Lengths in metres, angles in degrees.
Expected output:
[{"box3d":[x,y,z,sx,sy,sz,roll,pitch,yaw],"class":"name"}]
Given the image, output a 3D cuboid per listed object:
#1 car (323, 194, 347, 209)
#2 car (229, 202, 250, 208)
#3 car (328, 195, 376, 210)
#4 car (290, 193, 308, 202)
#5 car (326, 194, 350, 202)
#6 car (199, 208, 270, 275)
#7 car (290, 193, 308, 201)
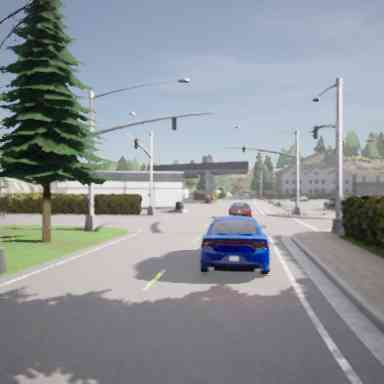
[{"box3d":[19.222,1.447,41.947,5.027,1.636,2.152,0,0,9],"class":"car"},{"box3d":[4.310,1.622,29.918,1.994,1.385,4.181,0,0,9],"class":"car"},{"box3d":[18.800,1.450,38.838,4.514,1.523,2.007,0,0,9],"class":"car"},{"box3d":[24.349,1.544,75.819,3.806,1.475,1.970,0,0,9],"class":"car"},{"box3d":[32.737,1.301,74.575,4.605,1.855,1.932,0,0,9],"class":"car"},{"box3d":[1.367,1.498,10.672,1.882,1.535,5.008,0,0,8],"class":"car"},{"box3d":[25.456,1.268,79.013,3.866,1.878,1.905,0,0,9],"class":"car"}]
